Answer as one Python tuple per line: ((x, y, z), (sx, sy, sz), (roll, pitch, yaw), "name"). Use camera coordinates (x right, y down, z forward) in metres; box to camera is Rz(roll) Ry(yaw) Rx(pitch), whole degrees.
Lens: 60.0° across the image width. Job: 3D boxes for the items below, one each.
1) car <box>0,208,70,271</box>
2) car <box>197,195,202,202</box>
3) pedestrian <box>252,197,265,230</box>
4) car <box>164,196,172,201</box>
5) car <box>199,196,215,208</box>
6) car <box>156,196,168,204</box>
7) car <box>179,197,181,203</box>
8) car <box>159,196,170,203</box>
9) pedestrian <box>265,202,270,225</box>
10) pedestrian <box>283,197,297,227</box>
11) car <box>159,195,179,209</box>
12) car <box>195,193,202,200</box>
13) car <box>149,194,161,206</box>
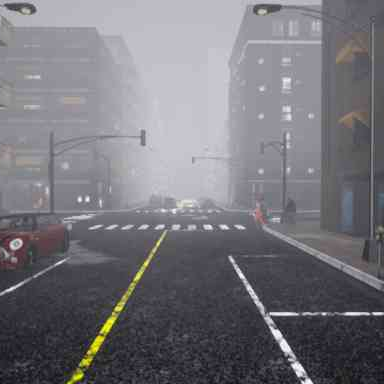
((-5.517, 1.436, 10.729), (1.967, 1.590, 4.097), (-1, 0, 0), "car")
((2.256, 1.529, 52.692), (2.008, 1.369, 4.403), (-1, 0, 0), "car")
((3.943, 1.287, 19.792), (0.375, 1.860, 0.375), (-1, 1, 0), "pedestrian")
((-5.781, 1.545, 80.393), (1.802, 1.307, 4.206), (-1, 0, 0), "car")
((2.288, 1.563, 47.154), (1.802, 1.307, 4.206), (-1, 0, 0), "car")
((-5.687, 1.498, 63.611), (1.752, 1.417, 4.829), (-1, 0, 0), "car")
((-3.147, 1.572, 66.813), (1.895, 1.301, 4.718), (0, 0, 0), "car")
((-5.718, 1.551, 69.319), (1.802, 1.307, 4.206), (-1, 0, 0), "car")
((4.401, 1.132, 20.446), (0.375, 1.860, 0.375), (-1, 1, 0), "pedestrian")
((5.676, 1.134, 19.253), (0.375, 1.860, 0.375), (-1, 1, 0), "pedestrian")
((-3.102, 1.482, 45.846), (1.837, 1.490, 4.892), (0, 1, 0), "car")
((2.130, 1.511, 74.849), (1.887, 1.381, 4.507), (-1, 0, 0), "car")
((-5.627, 1.293, 52.707), (2.192, 1.841, 5.009), (-1, 0, 0), "car")
